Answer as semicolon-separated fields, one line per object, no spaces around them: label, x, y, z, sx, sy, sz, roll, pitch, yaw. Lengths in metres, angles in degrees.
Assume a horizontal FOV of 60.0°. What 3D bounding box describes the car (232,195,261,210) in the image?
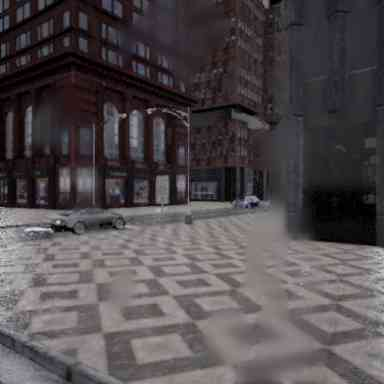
car;6.833;1.231;41.607;2.097;1.767;4.553;0;0;36

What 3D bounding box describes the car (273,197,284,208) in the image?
car;12.230;1.390;43.790;1.837;1.490;4.892;0;0;36

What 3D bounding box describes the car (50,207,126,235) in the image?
car;-5.713;1.514;18.715;1.994;1.385;4.181;0;0;35
